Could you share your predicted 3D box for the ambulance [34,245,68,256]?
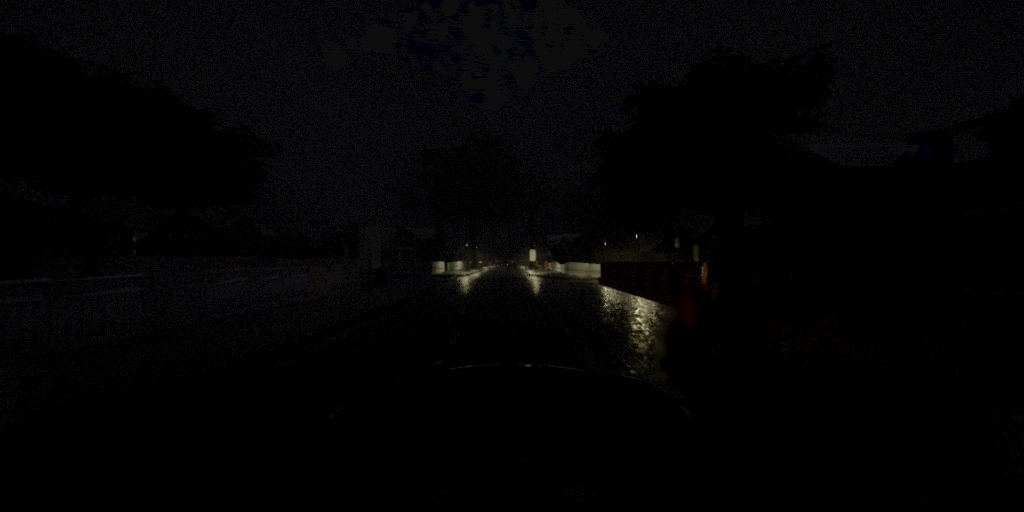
[{"bbox_3d":[-39.678,0.305,30.101,6.366,2.431,2.351,1,-1,-1],"label":"ambulance"}]
